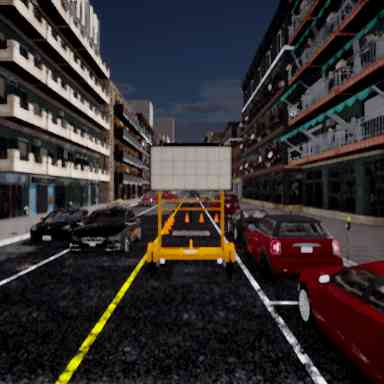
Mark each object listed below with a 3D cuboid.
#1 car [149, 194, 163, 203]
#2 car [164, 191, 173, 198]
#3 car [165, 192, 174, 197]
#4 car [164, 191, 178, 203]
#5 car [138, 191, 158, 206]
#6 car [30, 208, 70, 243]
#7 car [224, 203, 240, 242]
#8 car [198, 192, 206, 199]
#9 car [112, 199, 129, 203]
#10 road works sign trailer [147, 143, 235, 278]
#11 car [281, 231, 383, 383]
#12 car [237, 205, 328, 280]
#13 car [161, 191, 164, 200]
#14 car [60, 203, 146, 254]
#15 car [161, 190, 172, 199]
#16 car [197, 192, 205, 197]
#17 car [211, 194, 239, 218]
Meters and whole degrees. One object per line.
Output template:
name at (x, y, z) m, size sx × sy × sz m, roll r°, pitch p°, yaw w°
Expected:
car at (-5.847, 1.050, 54.741) m, size 1.802 × 1.307 × 4.206 m, roll 0°, pitch 1°, yaw 0°
car at (-5.927, 0.628, 82.919) m, size 1.967 × 1.590 × 4.097 m, roll 0°, pitch 1°, yaw 0°
car at (-5.944, 0.676, 88.557) m, size 1.887 × 1.381 × 4.507 m, roll 0°, pitch 1°, yaw 0°
car at (-3.236, 0.957, 53.604) m, size 1.882 × 1.535 × 5.008 m, roll 0°, pitch 1°, yaw 0°
car at (-5.813, 1.019, 43.468) m, size 1.967 × 1.590 × 4.097 m, roll 0°, pitch 1°, yaw 0°
car at (-5.732, 1.419, 15.287) m, size 1.947 × 1.339 × 4.313 m, roll 0°, pitch 1°, yaw 0°
car at (2.649, 1.404, 15.308) m, size 2.008 × 1.369 × 4.403 m, roll 0°, pitch 1°, yaw 0°
car at (2.469, 0.767, 77.475) m, size 1.752 × 1.417 × 4.829 m, roll 0°, pitch 1°, yaw 0°
car at (-5.764, 1.271, 26.389) m, size 1.752 × 1.417 × 4.829 m, roll 0°, pitch 1°, yaw 0°
road works sign trailer at (-0.027, 0.370, 9.787) m, size 2.380 × 3.560 × 2.880 m, roll 0°, pitch 1°, yaw 0°
car at (2.682, 1.505, 4.036) m, size 1.887 × 1.381 × 4.507 m, roll 0°, pitch 1°, yaw 0°
car at (2.665, 1.347, 9.671) m, size 1.967 × 1.590 × 4.097 m, roll 0°, pitch 1°, yaw 0°
car at (-5.829, 0.838, 49.103) m, size 2.192 × 1.841 × 5.009 m, roll 0°, pitch 1°, yaw 0°
car at (-3.136, 1.381, 12.878) m, size 1.837 × 1.490 × 4.892 m, roll 0°, pitch 1°, yaw 0°
car at (-5.910, 0.559, 77.283) m, size 2.192 × 1.841 × 5.009 m, roll 0°, pitch 1°, yaw 0°
car at (2.437, 0.676, 88.577) m, size 1.887 × 1.381 × 4.507 m, roll 0°, pitch 1°, yaw 0°
car at (2.617, 1.059, 26.578) m, size 2.192 × 1.841 × 5.009 m, roll 0°, pitch 1°, yaw 0°
